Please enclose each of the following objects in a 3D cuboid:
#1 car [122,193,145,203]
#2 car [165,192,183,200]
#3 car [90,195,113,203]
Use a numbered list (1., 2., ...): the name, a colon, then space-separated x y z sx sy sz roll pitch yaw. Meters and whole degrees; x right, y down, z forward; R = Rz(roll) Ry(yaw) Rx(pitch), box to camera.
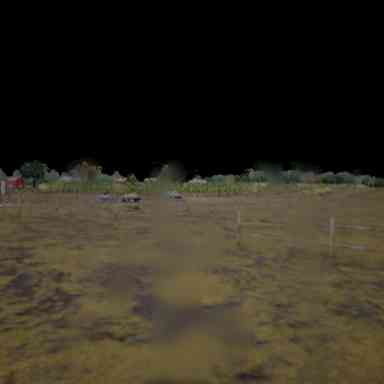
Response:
1. car: -11.076 1.039 63.165 2.097 1.767 4.553 0 0 36
2. car: -3.906 0.794 73.239 2.097 1.767 4.553 0 0 35
3. car: -16.699 1.220 61.393 1.812 1.442 4.674 0 0 36
